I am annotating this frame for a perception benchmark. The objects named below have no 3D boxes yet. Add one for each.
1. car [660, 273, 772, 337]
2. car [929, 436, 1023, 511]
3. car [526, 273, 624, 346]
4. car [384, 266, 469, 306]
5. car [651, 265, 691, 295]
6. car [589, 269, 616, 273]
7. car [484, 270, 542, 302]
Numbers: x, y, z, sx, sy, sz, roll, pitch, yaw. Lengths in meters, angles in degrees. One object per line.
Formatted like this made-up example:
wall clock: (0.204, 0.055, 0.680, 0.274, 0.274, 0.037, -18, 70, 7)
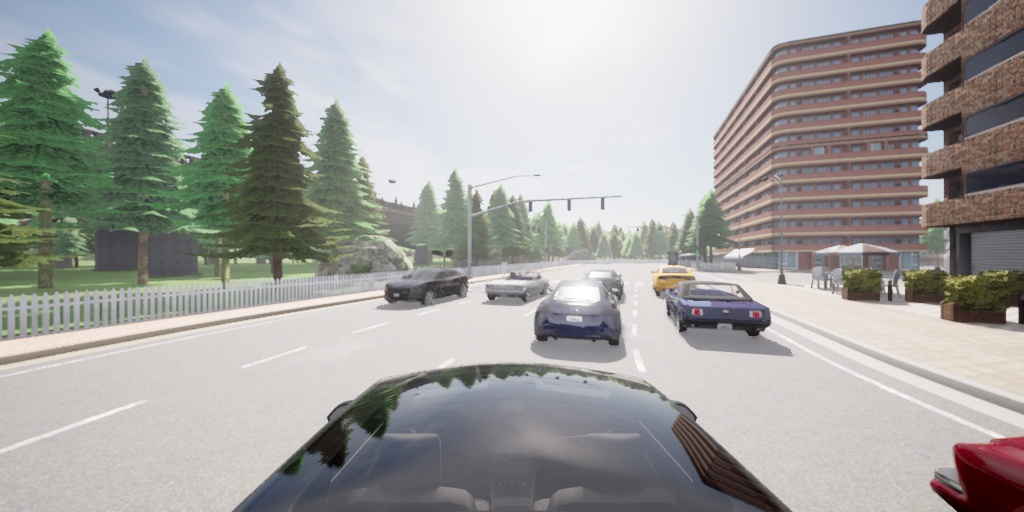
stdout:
car: (5.660, 1.368, 10.508, 1.895, 1.301, 4.718, 0, 0, 18)
car: (3.718, 1.349, 0.144, 1.895, 1.301, 4.718, 0, 0, -2)
car: (1.895, 1.328, 9.687, 1.994, 1.385, 4.181, 0, 0, 16)
car: (-3.699, 1.251, 16.331, 1.882, 1.535, 5.008, 0, 0, 19)
car: (8.804, 1.262, 19.726, 1.882, 1.535, 5.008, 0, 0, 19)
car: (4.556, 1.344, 18.051, 1.994, 1.385, 4.181, 0, 0, 19)
car: (0.364, 1.378, 17.376, 1.895, 1.301, 4.718, 0, 0, 20)
